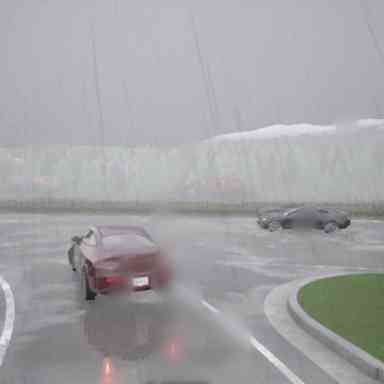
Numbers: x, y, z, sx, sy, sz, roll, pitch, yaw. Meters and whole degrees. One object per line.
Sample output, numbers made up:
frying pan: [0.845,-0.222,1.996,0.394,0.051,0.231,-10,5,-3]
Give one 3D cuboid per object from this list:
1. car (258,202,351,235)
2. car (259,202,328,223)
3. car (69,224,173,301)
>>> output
car: [6.178,1.500,18.599,4.902,1.511,2.128,0,0,13]
car: [7.630,1.517,25.449,4.892,1.490,1.837,0,0,13]
car: [-1.946,1.531,8.413,1.812,1.442,4.674,0,0,-25]
